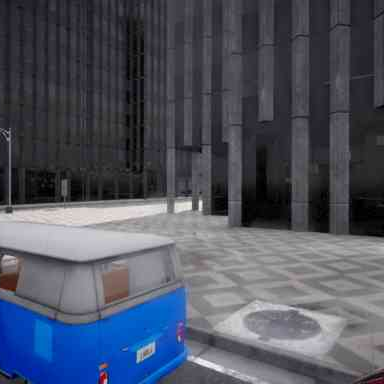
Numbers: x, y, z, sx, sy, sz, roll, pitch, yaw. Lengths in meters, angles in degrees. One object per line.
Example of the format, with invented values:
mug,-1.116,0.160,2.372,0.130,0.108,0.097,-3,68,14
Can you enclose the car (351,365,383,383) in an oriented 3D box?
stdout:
car,2.543,1.440,1.153,4.097,1.590,1.967,0,0,35

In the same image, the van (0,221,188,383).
van,-1.957,1.341,4.357,3.998,1.788,1.690,0,0,35
